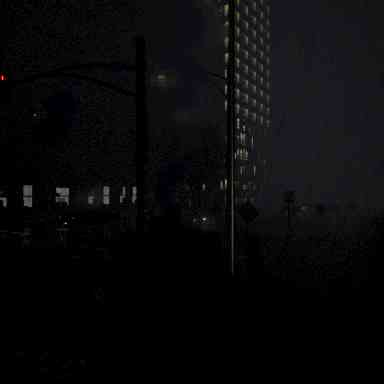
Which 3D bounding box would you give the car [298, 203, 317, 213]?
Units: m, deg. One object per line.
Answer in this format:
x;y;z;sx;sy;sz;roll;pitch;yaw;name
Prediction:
19.118;2.533;54.738;1.837;1.490;4.892;0;-1;33;car

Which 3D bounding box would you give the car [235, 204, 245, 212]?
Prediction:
7.508;2.386;48.802;1.994;1.385;4.181;0;-1;34;car

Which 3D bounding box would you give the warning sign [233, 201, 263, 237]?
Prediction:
3.123;1.454;18.543;1.300;1.860;1.060;1;1;33;warning sign

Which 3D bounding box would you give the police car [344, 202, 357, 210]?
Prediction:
31.476;2.738;65.848;1.930;1.638;5.238;0;-1;33;police car

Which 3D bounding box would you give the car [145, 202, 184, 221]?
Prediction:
-2.779;1.835;32.877;2.097;1.767;4.553;0;-1;33;car

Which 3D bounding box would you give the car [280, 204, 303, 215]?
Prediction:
13.933;2.459;46.577;1.895;1.301;4.718;0;-1;33;car

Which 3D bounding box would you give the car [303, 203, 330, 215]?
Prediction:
16.987;2.376;45.226;1.837;1.490;4.892;0;-1;33;car

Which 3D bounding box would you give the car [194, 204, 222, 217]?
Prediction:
2.079;2.169;40.425;1.812;1.442;4.674;0;-1;33;car

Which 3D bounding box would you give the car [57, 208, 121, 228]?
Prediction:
-7.694;1.921;25.234;1.895;1.301;4.718;0;-1;33;car

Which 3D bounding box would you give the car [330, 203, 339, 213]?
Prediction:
22.516;2.529;53.841;1.882;1.535;5.008;0;-1;33;car
